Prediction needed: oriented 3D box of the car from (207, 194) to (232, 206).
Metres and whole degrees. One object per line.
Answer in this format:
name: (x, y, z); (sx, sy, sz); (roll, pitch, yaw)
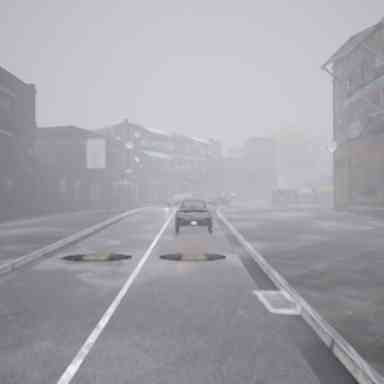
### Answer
car: (2.631, 0.871, 36.535); (2.033, 1.411, 5.357); (-1, -1, 29)

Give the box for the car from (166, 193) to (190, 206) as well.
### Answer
car: (-1.044, 0.878, 35.825); (1.812, 1.442, 4.674); (0, 0, 24)

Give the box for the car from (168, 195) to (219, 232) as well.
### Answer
car: (0.090, 1.170, 17.861); (2.128, 1.511, 4.902); (0, 1, 0)
